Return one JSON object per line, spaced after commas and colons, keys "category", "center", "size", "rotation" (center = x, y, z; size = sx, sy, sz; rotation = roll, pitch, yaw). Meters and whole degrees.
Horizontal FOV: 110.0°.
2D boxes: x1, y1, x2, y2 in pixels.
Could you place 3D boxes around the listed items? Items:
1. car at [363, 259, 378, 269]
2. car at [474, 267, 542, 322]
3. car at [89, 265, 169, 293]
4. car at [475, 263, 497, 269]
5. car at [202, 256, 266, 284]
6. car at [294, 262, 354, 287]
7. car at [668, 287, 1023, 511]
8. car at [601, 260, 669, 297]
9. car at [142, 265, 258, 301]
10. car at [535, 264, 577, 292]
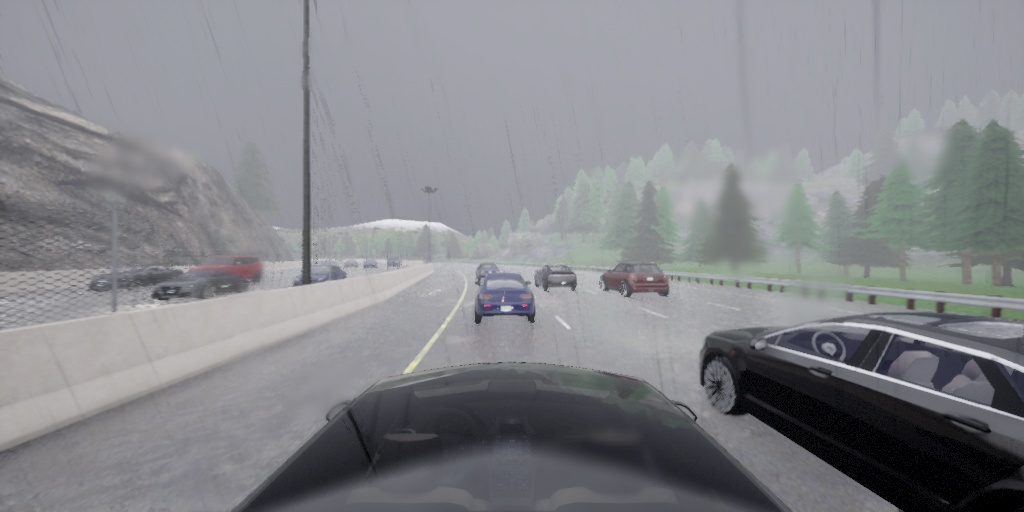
{"category": "car", "center": [-22.807, 1.285, 57.956], "size": [1.882, 1.535, 5.008], "rotation": [0, 0, -17]}
{"category": "car", "center": [-0.288, 1.279, 12.161], "size": [1.812, 1.442, 4.674], "rotation": [0, 0, -3]}
{"category": "car", "center": [-22.329, 1.290, 21.645], "size": [2.128, 1.511, 4.902], "rotation": [0, 0, -7]}
{"category": "car", "center": [-2.086, 1.308, 30.487], "size": [2.033, 1.411, 5.357], "rotation": [0, 0, -8]}
{"category": "car", "center": [-19.115, 1.016, 24.301], "size": [2.150, 2.045, 5.566], "rotation": [0, 0, -7]}
{"category": "car", "center": [-11.886, 1.304, 22.665], "size": [1.812, 1.442, 4.674], "rotation": [0, 0, -6]}
{"category": "car", "center": [3.527, 1.235, 3.057], "size": [2.128, 1.511, 4.902], "rotation": [0, 0, -1]}
{"category": "car", "center": [6.258, 1.094, 18.808], "size": [2.097, 1.767, 4.553], "rotation": [0, 0, -5]}
{"category": "car", "center": [-14.887, 1.347, 17.473], "size": [1.994, 1.385, 4.181], "rotation": [0, 0, -5]}
{"category": "car", "center": [2.514, 1.241, 21.473], "size": [2.128, 1.511, 4.902], "rotation": [0, 0, -5]}
